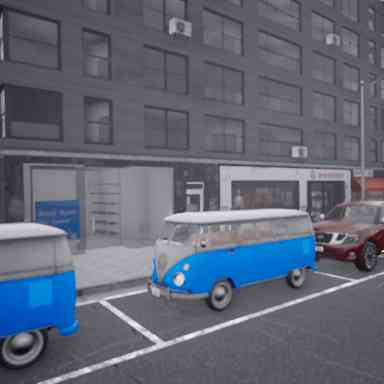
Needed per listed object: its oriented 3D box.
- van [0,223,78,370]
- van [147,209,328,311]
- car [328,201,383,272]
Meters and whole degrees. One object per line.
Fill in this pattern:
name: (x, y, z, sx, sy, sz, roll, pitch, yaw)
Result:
van: (-3.483, 1.346, 4.051, 3.998, 1.788, 1.690, -1, 0, -36)
van: (1.021, 1.298, 7.355, 3.998, 1.788, 1.690, -1, 0, -36)
car: (5.524, 1.224, 10.659, 5.009, 1.841, 2.192, -1, 0, -36)
